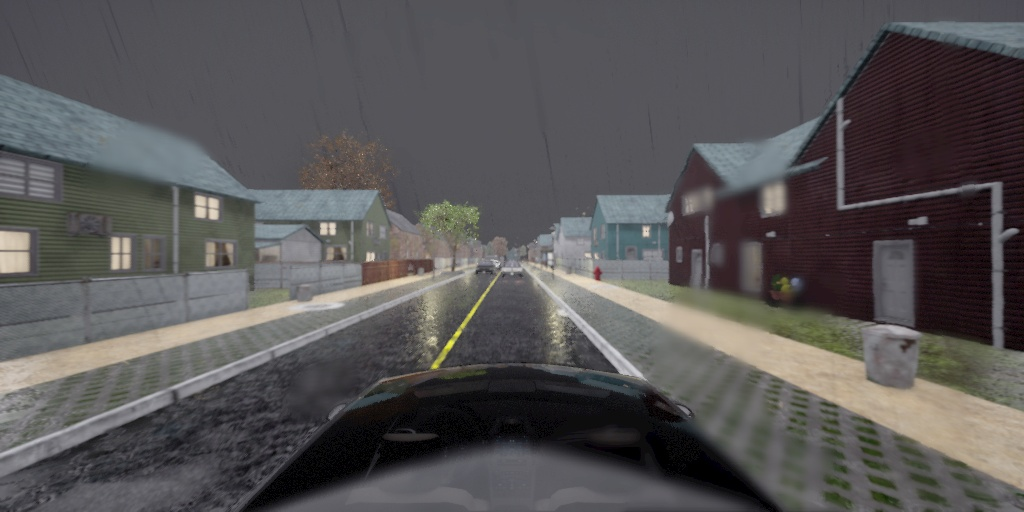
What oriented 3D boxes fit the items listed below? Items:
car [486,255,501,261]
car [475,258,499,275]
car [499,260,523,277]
[{"bbox_3d":[-2.732,0.937,49.352,2.150,2.045,5.566,0,0,0],"label":"car"},{"bbox_3d":[-2.736,1.182,37.581,2.033,1.411,5.357,0,0,0],"label":"car"},{"bbox_3d":[0.011,1.241,33.151,1.895,1.301,4.718,0,0,0],"label":"car"}]
